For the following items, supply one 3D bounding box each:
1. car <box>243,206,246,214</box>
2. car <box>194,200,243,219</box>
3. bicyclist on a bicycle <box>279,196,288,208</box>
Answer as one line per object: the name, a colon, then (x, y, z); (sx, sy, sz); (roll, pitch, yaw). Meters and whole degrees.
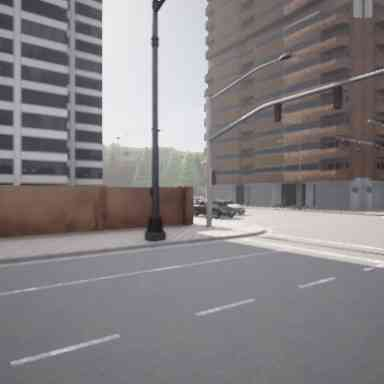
car: (3.328, 1.509, 33.402); (1.812, 1.442, 4.674); (0, 0, -36)
car: (1.869, 1.491, 29.409); (1.837, 1.490, 4.892); (0, 0, -36)
bicyclist on a bicycle: (11.665, 1.275, 42.290); (1.656, 1.620, 0.582); (0, 0, -36)
